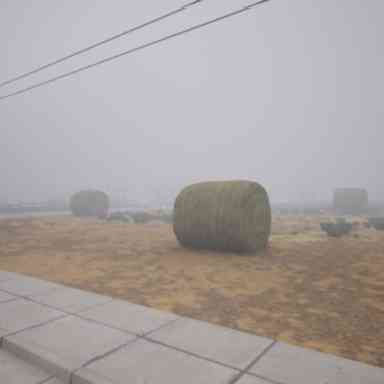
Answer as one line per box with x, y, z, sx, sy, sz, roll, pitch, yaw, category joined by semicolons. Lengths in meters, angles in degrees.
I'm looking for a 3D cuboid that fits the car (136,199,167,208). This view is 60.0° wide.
-6.523;1.828;51.224;1.812;1.442;4.674;-1;0;38;car

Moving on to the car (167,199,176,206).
-3.674;1.897;60.502;1.994;1.385;4.181;-1;0;39;car
